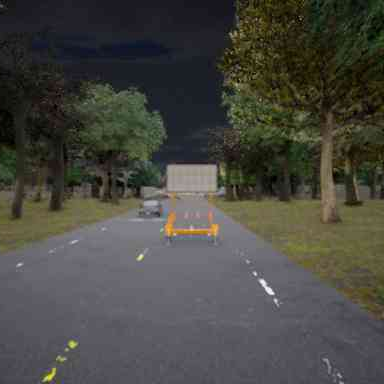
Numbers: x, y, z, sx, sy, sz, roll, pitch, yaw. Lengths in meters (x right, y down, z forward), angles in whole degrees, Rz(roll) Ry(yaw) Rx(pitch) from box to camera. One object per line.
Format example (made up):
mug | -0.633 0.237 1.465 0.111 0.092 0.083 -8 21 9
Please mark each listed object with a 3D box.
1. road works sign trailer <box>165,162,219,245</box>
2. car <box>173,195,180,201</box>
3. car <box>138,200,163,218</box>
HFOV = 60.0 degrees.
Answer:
road works sign trailer | -0.003 0.432 15.454 2.380 3.560 2.880 0 0 0
car | -3.511 1.319 71.933 1.895 1.301 4.718 0 0 0
car | -3.600 1.455 29.668 1.812 1.442 4.674 0 0 0
